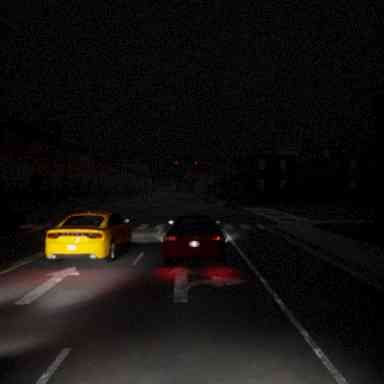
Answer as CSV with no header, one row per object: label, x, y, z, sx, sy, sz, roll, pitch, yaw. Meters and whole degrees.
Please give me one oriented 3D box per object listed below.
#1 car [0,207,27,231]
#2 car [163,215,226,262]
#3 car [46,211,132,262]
car,-10.500,1.447,16.982,2.033,1.411,5.357,0,0,0
car,0.091,1.494,11.845,1.994,1.385,4.181,0,0,1
car,-3.400,1.407,11.869,1.882,1.535,5.008,0,0,0
